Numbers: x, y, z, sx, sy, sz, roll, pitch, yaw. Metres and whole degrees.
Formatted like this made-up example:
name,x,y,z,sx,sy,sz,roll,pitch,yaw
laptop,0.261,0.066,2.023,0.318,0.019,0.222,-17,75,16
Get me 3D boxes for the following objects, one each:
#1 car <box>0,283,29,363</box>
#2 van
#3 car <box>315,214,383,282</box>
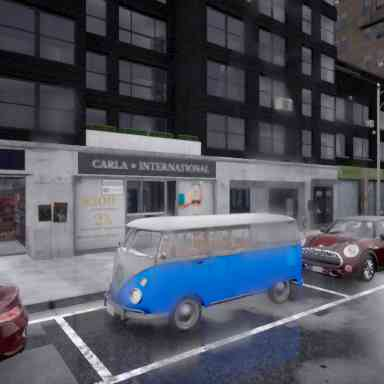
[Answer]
name,x,y,z,sx,sy,sz,roll,pitch,yaw
car,-3.983,1.582,3.340,4.206,1.307,1.802,0,0,-36
van,0.416,1.341,6.494,3.998,1.788,1.690,0,0,-36
car,4.815,1.440,9.648,4.097,1.590,1.967,0,0,-36
